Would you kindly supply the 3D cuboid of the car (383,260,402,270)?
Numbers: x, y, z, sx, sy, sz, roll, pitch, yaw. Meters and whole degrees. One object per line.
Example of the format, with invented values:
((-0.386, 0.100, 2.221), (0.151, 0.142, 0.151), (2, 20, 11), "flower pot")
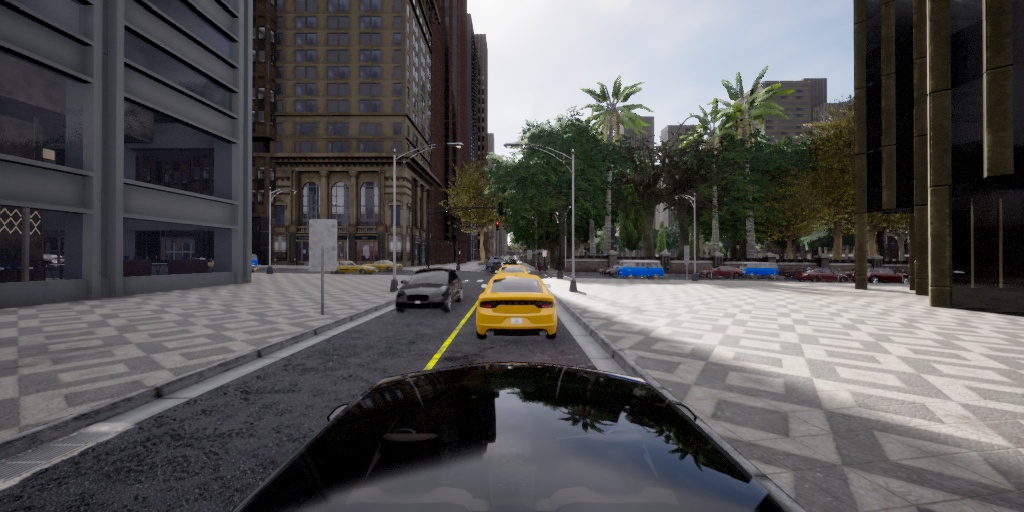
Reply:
((-15.276, 1.102, 41.866), (4.829, 1.417, 1.751), (0, 0, 0), "car")

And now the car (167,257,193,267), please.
((-37.786, 0.774, 42.004), (4.313, 1.339, 1.948), (0, 0, 0), "car")

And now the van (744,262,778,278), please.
((28.550, 1.638, 41.598), (3.998, 1.789, 1.690), (0, 0, 0), "van")

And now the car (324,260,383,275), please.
((-14.978, 1.053, 33.339), (4.829, 1.417, 1.751), (0, 0, 0), "car")

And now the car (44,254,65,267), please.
((-43.501, 0.508, 33.513), (4.097, 1.591, 1.967), (0, 0, 0), "car")

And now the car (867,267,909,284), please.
((34.032, 1.779, 33.039), (4.097, 1.591, 1.967), (0, 0, 0), "car")

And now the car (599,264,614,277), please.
((12.638, 1.567, 39.035), (5.357, 1.411, 2.033), (1, 0, 0), "car")

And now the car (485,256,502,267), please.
((-2.965, 1.044, 56.841), (2.150, 2.045, 5.566), (0, 0, 0), "car")

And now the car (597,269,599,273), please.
((11.980, 1.606, 41.699), (4.207, 1.307, 1.802), (0, 0, 0), "car")

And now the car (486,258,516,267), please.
((-0.943, 1.318, 40.642), (1.812, 1.442, 4.674), (0, 0, -25), "car")

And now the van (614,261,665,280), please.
((11.939, 1.315, 33.174), (3.998, 1.789, 1.690), (0, 0, 0), "van")

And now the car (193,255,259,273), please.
((-26.319, 0.868, 33.408), (4.829, 1.417, 1.751), (0, 0, 0), "car")

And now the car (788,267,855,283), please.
((28.509, 1.830, 33.073), (4.207, 1.307, 1.802), (0, 0, 0), "car")

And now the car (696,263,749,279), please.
((22.598, 1.710, 38.974), (4.674, 1.442, 1.812), (1, 0, 0), "car")

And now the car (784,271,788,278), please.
((33.042, 1.904, 38.901), (5.357, 1.411, 2.033), (1, 0, 1), "car")

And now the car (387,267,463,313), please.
((-3.073, 1.259, 14.119), (1.837, 1.490, 4.892), (0, 0, 0), "car")

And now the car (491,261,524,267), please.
((0.040, 1.235, 20.184), (1.882, 1.535, 5.008), (0, 0, 0), "car")

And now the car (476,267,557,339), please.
((0.111, 1.230, 10.124), (1.882, 1.535, 5.008), (0, 0, 0), "car")
